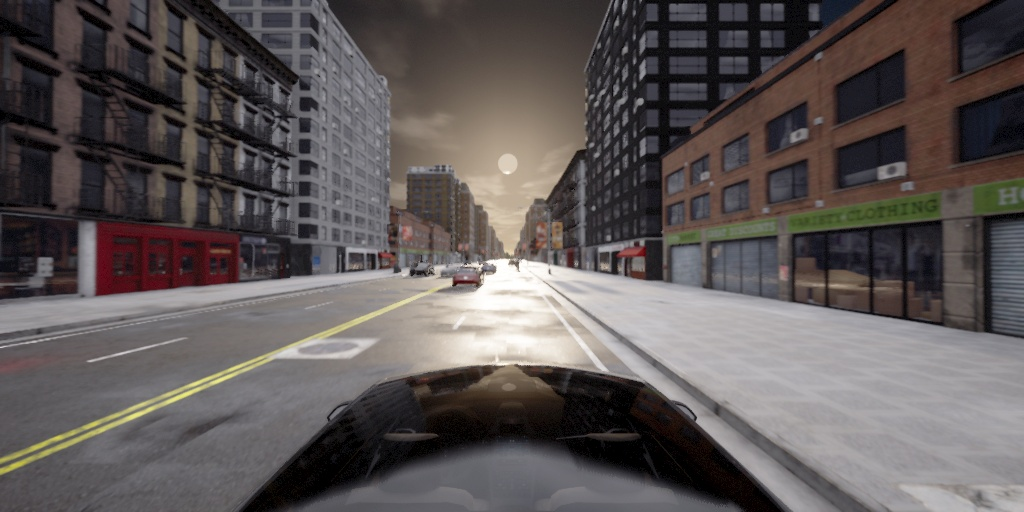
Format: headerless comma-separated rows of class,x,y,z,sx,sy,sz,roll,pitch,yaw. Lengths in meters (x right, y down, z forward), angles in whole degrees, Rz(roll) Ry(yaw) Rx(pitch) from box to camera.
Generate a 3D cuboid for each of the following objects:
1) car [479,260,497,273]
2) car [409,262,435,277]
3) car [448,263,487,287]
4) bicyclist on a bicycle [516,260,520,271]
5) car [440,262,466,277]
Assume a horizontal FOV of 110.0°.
car,-3.141,1.603,49.430,1.994,1.385,4.181,0,0,0
car,-9.833,1.455,39.403,1.882,1.535,5.008,0,0,0
car,-3.157,1.463,26.473,1.994,1.385,4.181,0,0,0
bicyclist on a bicycle,0.904,1.451,56.349,0.659,1.776,1.843,0,0,0
car,-6.585,1.578,39.313,1.895,1.301,4.718,0,0,0
